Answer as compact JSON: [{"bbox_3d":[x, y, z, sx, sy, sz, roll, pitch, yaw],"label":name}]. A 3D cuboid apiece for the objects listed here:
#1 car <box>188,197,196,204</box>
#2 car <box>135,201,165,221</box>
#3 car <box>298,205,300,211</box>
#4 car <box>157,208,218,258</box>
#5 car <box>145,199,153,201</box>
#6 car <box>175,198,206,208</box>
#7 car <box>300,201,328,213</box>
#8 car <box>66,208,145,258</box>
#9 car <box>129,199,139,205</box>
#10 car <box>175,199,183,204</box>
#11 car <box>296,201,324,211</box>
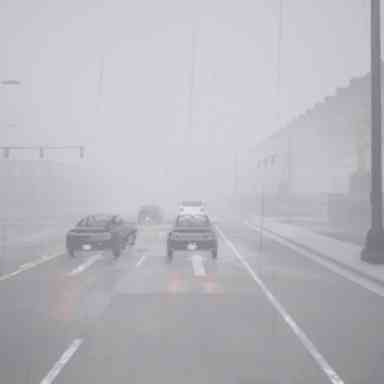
[{"bbox_3d":[0.003,2.329,87.897,2.097,1.767,4.553,0,-1,0],"label":"car"},{"bbox_3d":[-3.480,1.825,28.479,1.837,1.490,4.892,0,0,0],"label":"car"},{"bbox_3d":[15.946,1.901,40.370,2.038,1.542,4.974,0,-1,-36],"label":"car"},{"bbox_3d":[0.024,1.644,13.480,2.128,1.511,4.902,0,0,1],"label":"car"},{"bbox_3d":[-10.497,2.424,80.981,1.812,1.442,4.674,0,-1,0],"label":"car"},{"bbox_3d":[0.011,1.532,27.541,2.150,2.045,5.566,0,0,0],"label":"car"},{"bbox_3d":[15.977,1.743,40.330,1.853,1.218,4.536,0,-1,-36],"label":"car"},{"bbox_3d":[-3.476,1.644,13.491,2.128,1.511,4.902,0,0,1],"label":"car"},{"bbox_3d":[-13.997,2.400,80.982,1.837,1.490,4.892,0,-1,0],"label":"car"},{"bbox_3d":[-3.497,2.528,87.929,1.994,1.385,4.181,0,-1,0],"label":"car"},{"bbox_3d":[15.971,1.795,45.018,1.853,1.218,4.536,-1,-1,44],"label":"car"}]
